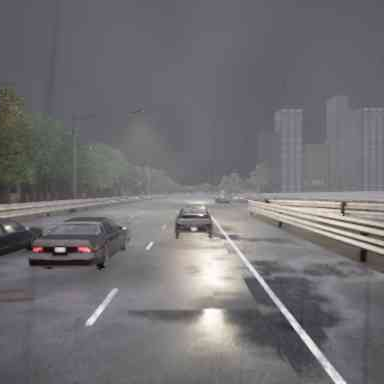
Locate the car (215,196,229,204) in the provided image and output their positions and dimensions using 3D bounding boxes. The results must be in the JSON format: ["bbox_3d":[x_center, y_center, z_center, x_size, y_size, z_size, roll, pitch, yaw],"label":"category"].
[{"bbox_3d":[5.567,1.526,62.803,1.994,1.385,4.181,0,0,-7],"label":"car"}]

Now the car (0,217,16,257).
[{"bbox_3d":[-6.904,1.540,11.062,2.033,1.411,5.357,0,0,0],"label":"car"}]

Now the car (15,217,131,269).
[{"bbox_3d":[-3.404,1.540,11.101,2.033,1.411,5.357,0,0,0],"label":"car"}]

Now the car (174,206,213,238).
[{"bbox_3d":[0.090,1.477,17.635,2.128,1.511,4.902,0,0,0],"label":"car"}]
